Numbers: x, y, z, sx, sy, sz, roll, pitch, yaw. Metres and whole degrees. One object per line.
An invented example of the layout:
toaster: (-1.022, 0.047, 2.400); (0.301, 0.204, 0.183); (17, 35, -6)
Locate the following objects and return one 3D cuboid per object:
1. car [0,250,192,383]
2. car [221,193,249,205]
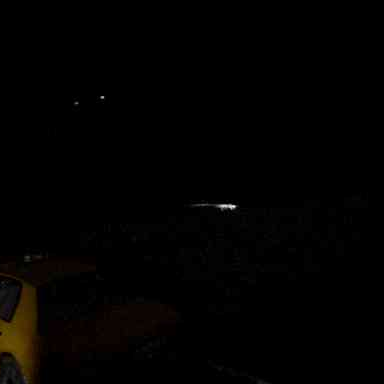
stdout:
car: (-2.287, 1.492, 4.599); (4.829, 1.417, 1.752); (1, 0, 35)
car: (5.260, 0.789, 40.306); (1.994, 1.385, 4.181); (1, 1, 36)
